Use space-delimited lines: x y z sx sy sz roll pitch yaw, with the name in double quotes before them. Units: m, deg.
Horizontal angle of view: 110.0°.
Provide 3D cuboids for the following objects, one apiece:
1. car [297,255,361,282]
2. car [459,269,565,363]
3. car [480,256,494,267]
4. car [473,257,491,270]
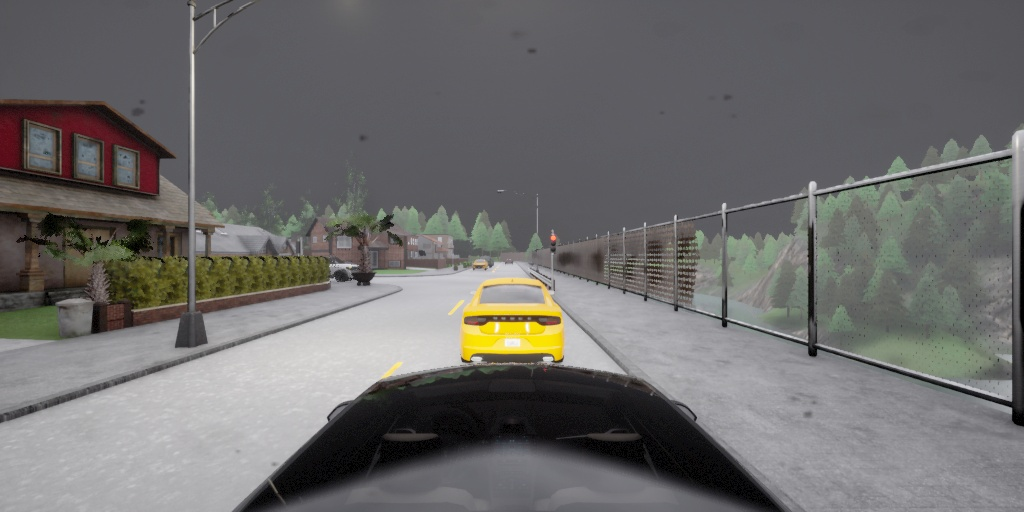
"car" -14.395 0.971 27.580 5.566 2.045 2.150 0 0 0
"car" 0.005 1.228 8.183 1.882 1.535 5.008 0 0 0
"car" -4.589 0.971 61.386 2.150 2.045 5.566 0 0 0
"car" -4.523 1.227 51.442 1.882 1.535 5.008 0 0 0
